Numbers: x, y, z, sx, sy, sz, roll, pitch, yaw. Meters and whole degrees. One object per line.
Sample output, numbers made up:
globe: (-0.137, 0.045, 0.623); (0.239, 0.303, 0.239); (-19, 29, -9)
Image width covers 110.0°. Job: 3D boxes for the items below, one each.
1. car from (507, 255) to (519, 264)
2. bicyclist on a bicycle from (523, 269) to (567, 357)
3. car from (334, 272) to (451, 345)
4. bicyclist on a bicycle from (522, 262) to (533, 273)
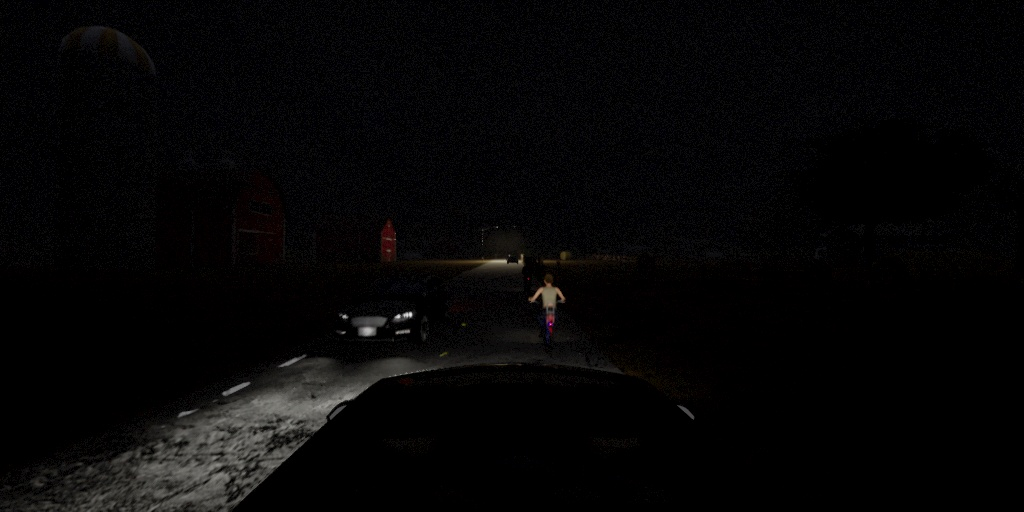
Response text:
car: (0.127, 0.647, 62.007); (1.994, 1.385, 4.181); (0, 1, -1)
bicyclist on a bicycle: (0.753, 1.166, 7.492); (0.866, 1.612, 1.509); (0, 0, 0)
car: (-2.848, 1.207, 9.503); (2.128, 1.511, 4.902); (0, 0, 0)
bicyclist on a bicycle: (0.761, 1.100, 17.215); (0.582, 1.620, 1.656); (0, 0, 0)
